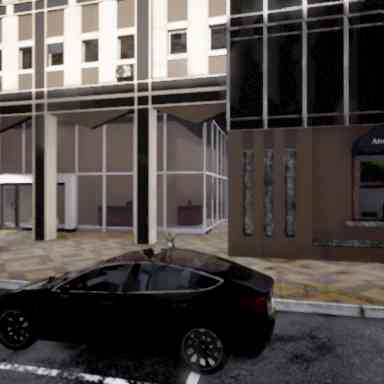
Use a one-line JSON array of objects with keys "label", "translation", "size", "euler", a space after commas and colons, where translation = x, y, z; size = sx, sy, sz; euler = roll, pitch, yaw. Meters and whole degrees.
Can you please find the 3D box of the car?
[{"label": "car", "translation": [-0.893, 1.577, 5.174], "size": [4.313, 1.339, 1.947], "euler": [0, 0, 13]}]
